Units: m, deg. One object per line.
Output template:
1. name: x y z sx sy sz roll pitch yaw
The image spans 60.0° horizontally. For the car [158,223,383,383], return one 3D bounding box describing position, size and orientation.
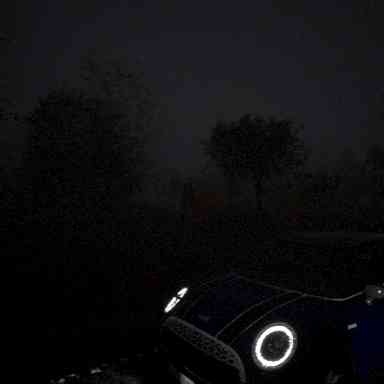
1. car: 1.783 1.395 4.726 4.553 1.767 2.097 1 0 -36
